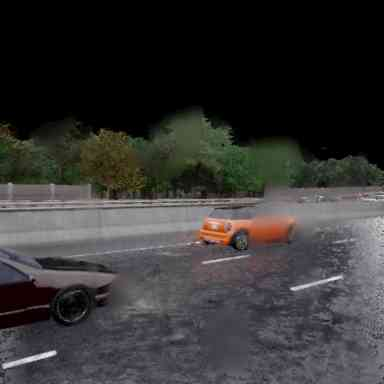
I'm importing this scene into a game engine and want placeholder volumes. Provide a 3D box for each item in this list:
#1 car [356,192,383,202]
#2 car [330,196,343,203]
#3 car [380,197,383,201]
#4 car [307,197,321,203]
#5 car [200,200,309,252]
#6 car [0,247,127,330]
[{"bbox_3d":[30.580,1.534,55.840,5.566,2.045,2.150,1,-1,-35],"label":"car"},{"bbox_3d":[32.769,1.643,75.391,1.994,1.385,4.181,1,1,39],"label":"car"},{"bbox_3d":[32.753,1.863,53.094,5.357,1.411,2.033,1,-1,-35],"label":"car"},{"bbox_3d":[22.964,1.676,62.967,2.128,1.511,4.902,1,1,39],"label":"car"},{"bbox_3d":[2.602,1.363,14.208,4.553,1.767,2.097,0,0,-36],"label":"car"},{"bbox_3d":[-3.838,1.547,5.309,5.357,1.411,2.033,0,0,-35],"label":"car"}]
